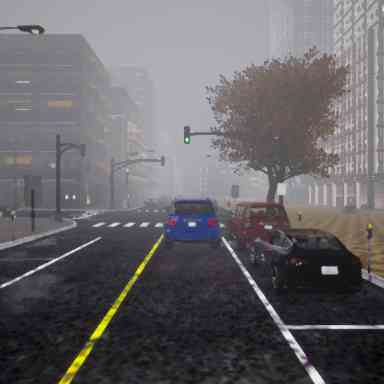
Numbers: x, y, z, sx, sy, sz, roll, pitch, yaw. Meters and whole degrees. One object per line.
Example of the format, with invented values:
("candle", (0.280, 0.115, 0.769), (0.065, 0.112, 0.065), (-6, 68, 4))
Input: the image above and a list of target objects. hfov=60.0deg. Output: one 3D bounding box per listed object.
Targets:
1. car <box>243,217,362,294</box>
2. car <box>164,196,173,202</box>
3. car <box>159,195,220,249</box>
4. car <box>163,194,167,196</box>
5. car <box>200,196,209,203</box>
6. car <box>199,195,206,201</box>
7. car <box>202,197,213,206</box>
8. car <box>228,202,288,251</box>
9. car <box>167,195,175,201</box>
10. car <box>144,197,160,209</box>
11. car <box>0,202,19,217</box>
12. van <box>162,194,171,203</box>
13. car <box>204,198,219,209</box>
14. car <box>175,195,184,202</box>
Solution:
("car", (2.693, 1.566, 8.577), (1.947, 1.339, 4.313), (0, 0, 0))
("car", (-5.689, 1.642, 79.684), (1.802, 1.307, 4.206), (0, 0, 0))
("car", (0.000, 1.260, 14.680), (2.150, 2.045, 5.566), (0, 0, 0))
("car", (-5.689, 1.580, 57.554), (2.008, 1.369, 4.403), (0, 0, 0))
("car", (2.692, 1.634, 74.151), (1.802, 1.307, 4.206), (0, 0, 0))
("car", (2.691, 1.594, 85.387), (1.752, 1.417, 4.829), (0, 0, 0))
("car", (2.691, 1.555, 57.724), (1.752, 1.417, 4.829), (0, 0, 0))
("car", (2.693, 1.316, 14.100), (2.192, 1.841, 5.009), (0, 0, 0))
("car", (-5.689, 1.518, 90.750), (1.967, 1.590, 4.097), (0, 0, 0))
("car", (-5.688, 1.568, 46.488), (2.008, 1.369, 4.403), (0, 0, 0))
("car", (-16.425, 1.344, 27.083), (4.403, 1.369, 2.008), (1, -1, -1))
("van", (-5.689, 1.393, 74.153), (1.690, 1.788, 3.998), (0, 0, 0))
("car", (2.692, 1.562, 46.488), (1.887, 1.381, 4.507), (0, 0, 0))
("car", (-3.000, 1.488, 79.085), (1.882, 1.535, 5.008), (0, 0, 0))
